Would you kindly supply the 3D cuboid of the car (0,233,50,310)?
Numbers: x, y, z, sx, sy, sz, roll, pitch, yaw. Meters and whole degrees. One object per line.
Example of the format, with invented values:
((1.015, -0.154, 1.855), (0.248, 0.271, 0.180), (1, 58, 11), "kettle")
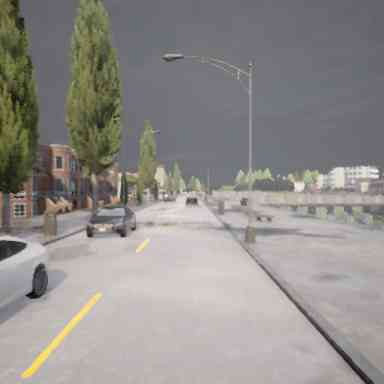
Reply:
((-4.091, 1.502, 5.738), (1.812, 1.442, 4.674), (0, 0, 0), "car")

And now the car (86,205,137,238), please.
((-4.066, 1.455, 17.481), (1.812, 1.442, 4.674), (0, 0, 0), "car")

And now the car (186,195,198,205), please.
((-0.014, 1.267, 52.098), (1.882, 1.535, 5.008), (0, 0, 0), "car")

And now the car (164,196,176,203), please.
((-4.017, 1.342, 61.990), (1.994, 1.385, 4.181), (0, 0, 0), "car")

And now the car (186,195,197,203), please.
((-0.017, 1.311, 62.518), (1.994, 1.385, 4.181), (0, 0, 0), "car")
